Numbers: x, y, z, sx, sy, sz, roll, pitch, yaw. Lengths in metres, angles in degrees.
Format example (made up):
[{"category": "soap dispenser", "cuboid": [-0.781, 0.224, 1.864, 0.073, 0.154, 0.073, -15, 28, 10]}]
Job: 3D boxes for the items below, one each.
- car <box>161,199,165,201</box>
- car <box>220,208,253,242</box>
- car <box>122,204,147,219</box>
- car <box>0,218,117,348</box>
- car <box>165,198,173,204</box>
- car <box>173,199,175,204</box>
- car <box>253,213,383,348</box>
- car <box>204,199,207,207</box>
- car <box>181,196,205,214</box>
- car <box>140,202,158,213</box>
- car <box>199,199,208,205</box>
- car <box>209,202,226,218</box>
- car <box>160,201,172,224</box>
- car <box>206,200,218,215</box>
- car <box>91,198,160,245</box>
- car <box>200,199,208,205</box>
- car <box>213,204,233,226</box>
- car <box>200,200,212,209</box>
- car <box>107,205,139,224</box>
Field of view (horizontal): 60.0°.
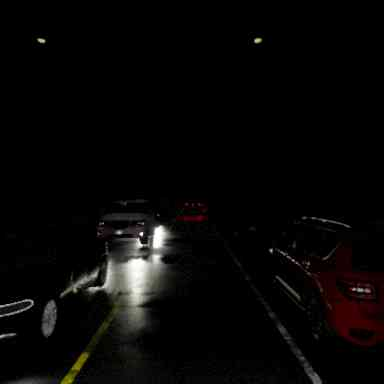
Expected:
[{"category": "car", "cuboid": [-5.727, 1.796, 49.964, 2.192, 1.841, 5.009, 0, -1, 0]}, {"category": "car", "cuboid": [2.775, 1.727, 17.222, 1.947, 1.339, 4.313, 0, -1, 0]}, {"category": "car", "cuboid": [-5.739, 1.901, 33.591, 1.802, 1.307, 4.206, 0, -1, 0]}, {"category": "car", "cuboid": [-3.096, 1.533, 6.720, 1.882, 1.535, 5.008, 0, -1, 0]}, {"category": "car", "cuboid": [-5.712, 2.147, 71.790, 1.967, 1.590, 4.097, 0, -1, 0]}, {"category": "car", "cuboid": [-5.708, 2.314, 77.245, 2.008, 1.369, 4.403, 0, -1, 0]}, {"category": "car", "cuboid": [2.767, 1.369, 6.313, 2.192, 1.841, 5.009, 0, -1, 0]}, {"category": "car", "cuboid": [2.790, 1.817, 39.049, 1.967, 1.590, 4.097, 0, -1, 0]}, {"category": "car", "cuboid": [0.129, 1.612, 40.505, 2.150, 2.045, 5.566, 0, -1, 0]}, {"category": "car", "cuboid": [-5.731, 2.009, 44.505, 1.802, 1.307, 4.206, 0, -1, 0]}, {"category": "car", "cuboid": [2.821, 2.391, 82.698, 1.947, 1.339, 4.313, 0, -1, 0]}, {"category": "car", "cuboid": [2.782, 1.820, 28.135, 2.008, 1.369, 4.403, 0, -1, 0]}, {"category": "car", "cuboid": [-3.070, 1.749, 27.230, 2.128, 1.511, 4.902, 0, -1, 0]}, {"category": "car", "cuboid": [2.786, 1.763, 33.592, 1.967, 1.590, 4.097, 0, -1, 0]}, {"category": "car", "cuboid": [-3.087, 1.375, 16.788, 2.150, 2.045, 5.566, 0, -1, 0]}, {"category": "car", "cuboid": [2.817, 2.295, 77.412, 1.752, 1.417, 4.829, 0, -1, 0]}, {"category": "car", "cuboid": [2.778, 1.766, 22.679, 2.008, 1.369, 4.403, 0, -1, 0]}, {"category": "car", "cuboid": [2.395, 2.061, 56.964, 1.837, 1.490, 4.892, 0, -1, 0]}, {"category": "car", "cuboid": [-5.743, 1.847, 28.134, 1.802, 1.307, 4.206, 0, -1, 0]}]
